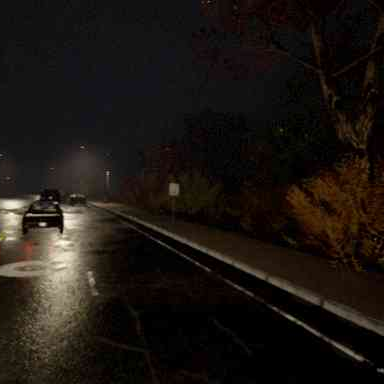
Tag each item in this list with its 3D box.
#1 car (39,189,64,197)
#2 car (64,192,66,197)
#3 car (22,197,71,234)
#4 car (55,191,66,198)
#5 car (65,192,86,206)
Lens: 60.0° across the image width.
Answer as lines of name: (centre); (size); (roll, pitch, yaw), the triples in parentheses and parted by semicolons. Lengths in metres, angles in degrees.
car: (-15.697, 0.701, 36.858); (2.150, 2.045, 5.566); (2, 0, -23)
car: (-20.574, 0.773, 55.658); (1.882, 1.535, 5.008); (2, 0, -25)
car: (-7.695, 1.240, 17.457); (2.128, 1.511, 4.902); (2, 0, -21)
car: (-28.558, 0.499, 72.086); (1.882, 1.535, 5.008); (2, 0, -27)
car: (-14.716, 0.984, 42.711); (2.128, 1.511, 4.902); (2, 0, -24)
